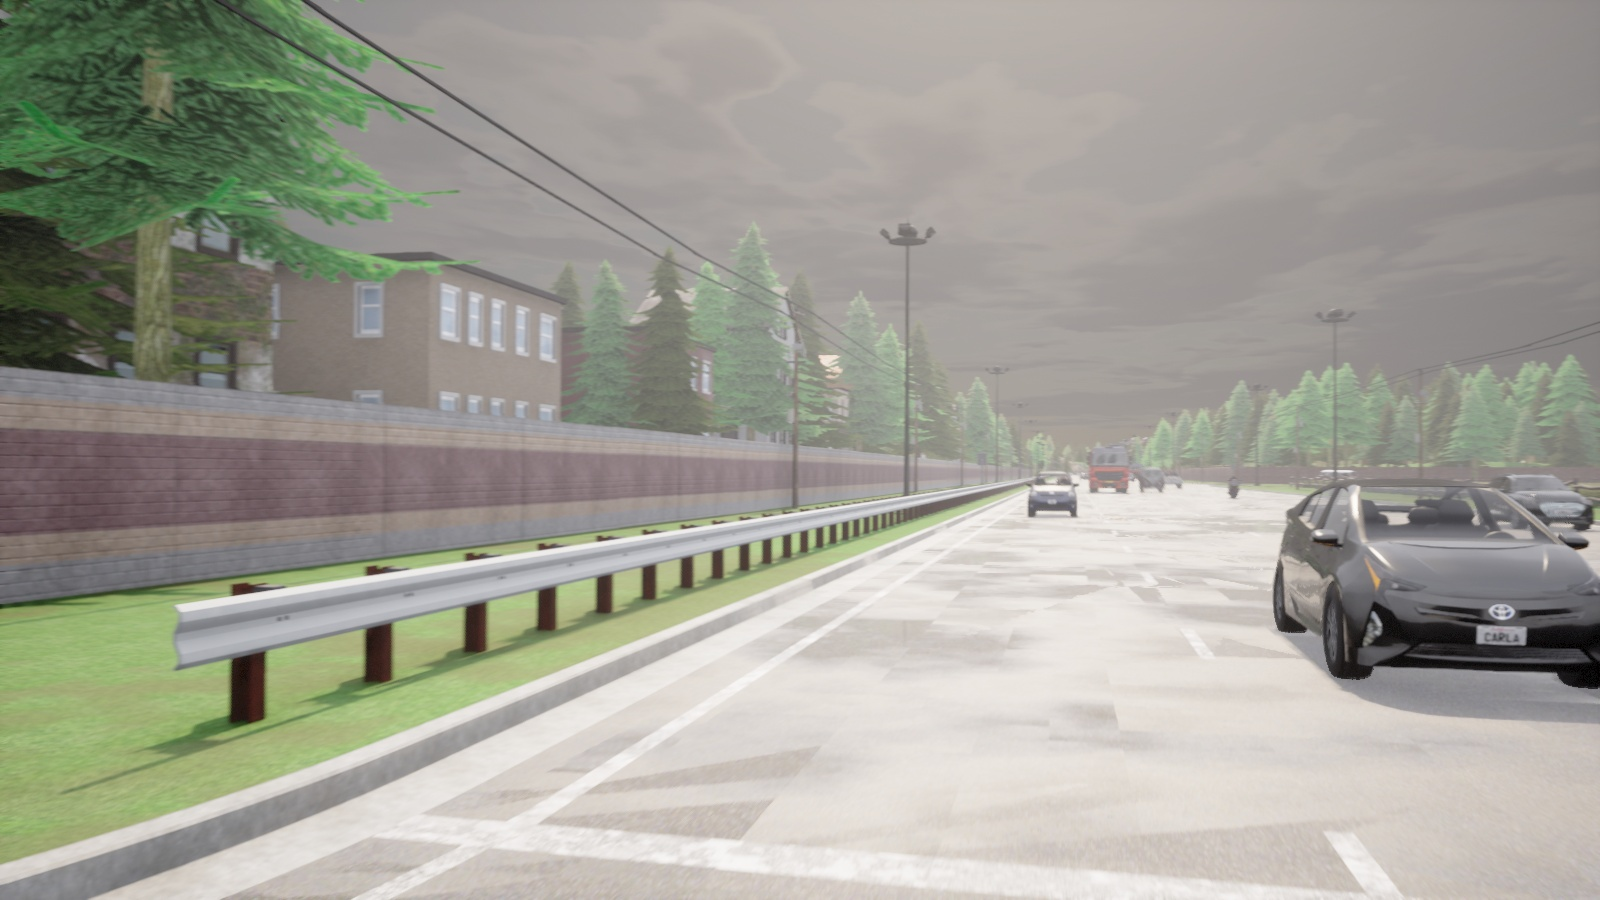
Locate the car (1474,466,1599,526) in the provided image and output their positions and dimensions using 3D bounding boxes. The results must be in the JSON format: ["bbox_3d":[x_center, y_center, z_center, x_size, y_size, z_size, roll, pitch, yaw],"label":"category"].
[{"bbox_3d":[21.833,1.320,37.179,2.033,1.649,4.856,0,-1,12],"label":"car"}]

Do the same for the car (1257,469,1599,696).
[{"bbox_3d":[5.313,0.931,10.794,2.007,1.525,4.514,0,-1,12],"label":"car"}]

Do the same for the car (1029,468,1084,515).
[{"bbox_3d":[9.170,1.444,44.802,1.851,1.617,3.988,0,-1,12],"label":"car"}]

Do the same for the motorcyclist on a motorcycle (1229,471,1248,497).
[{"bbox_3d":[27.126,2.093,77.746,0.866,1.530,2.191,0,-1,12],"label":"motorcyclist on a motorcycle"}]
